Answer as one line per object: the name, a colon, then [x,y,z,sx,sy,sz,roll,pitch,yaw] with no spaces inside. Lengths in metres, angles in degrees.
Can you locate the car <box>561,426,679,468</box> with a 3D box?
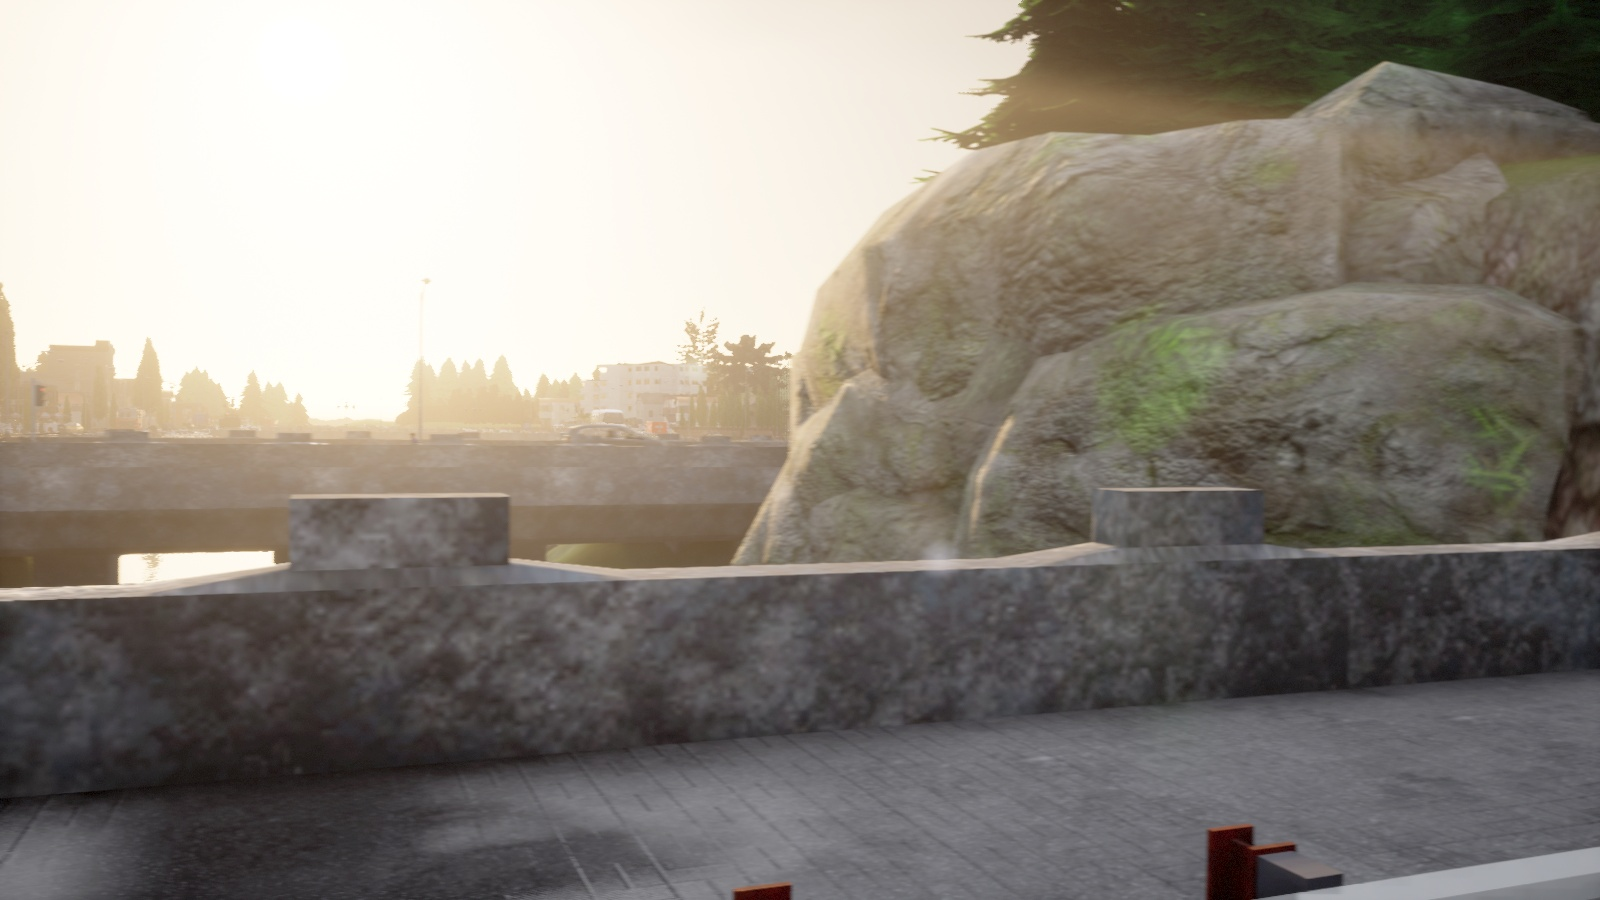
car: [-7.706,-0.150,53.792,4.611,1.667,2.242,-1,1,-21]
